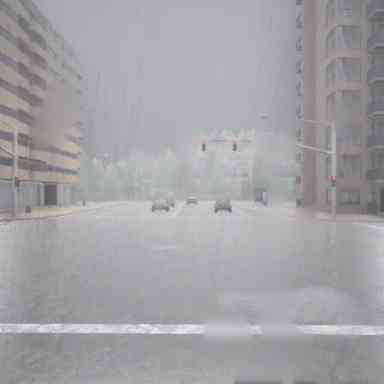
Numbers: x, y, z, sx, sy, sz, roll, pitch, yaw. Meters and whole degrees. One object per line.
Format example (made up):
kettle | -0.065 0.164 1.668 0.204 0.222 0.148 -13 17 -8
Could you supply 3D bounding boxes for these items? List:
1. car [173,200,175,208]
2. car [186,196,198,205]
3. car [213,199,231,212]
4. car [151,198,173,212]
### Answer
car | -3.574 1.564 48.948 1.994 1.385 4.181 0 0 0
car | -0.012 1.526 60.173 1.812 1.442 4.674 0 0 0
car | 3.494 1.547 38.649 2.033 1.411 5.357 0 0 2
car | -3.576 1.526 38.866 1.812 1.442 4.674 0 0 0
